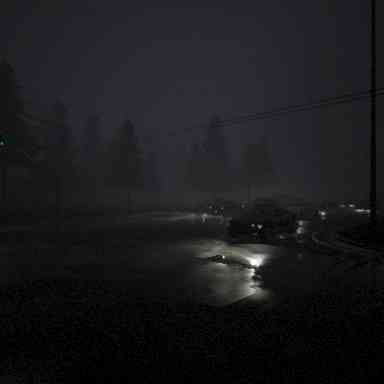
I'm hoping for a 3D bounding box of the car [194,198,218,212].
[{"bbox_3d":[2.352,1.467,36.873,1.882,1.535,5.008,0,0,44],"label":"car"}]

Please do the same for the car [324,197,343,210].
[{"bbox_3d":[16.675,1.595,41.638,1.895,1.301,4.718,0,0,44],"label":"car"}]

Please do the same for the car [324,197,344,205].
[{"bbox_3d":[26.415,1.594,61.661,1.895,1.301,4.718,0,0,44],"label":"car"}]

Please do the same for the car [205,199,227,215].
[{"bbox_3d":[3.788,1.591,33.297,1.895,1.301,4.718,0,0,43],"label":"car"}]

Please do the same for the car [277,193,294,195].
[{"bbox_3d":[12.827,1.209,47.723,2.150,2.045,5.566,0,0,44],"label":"car"}]

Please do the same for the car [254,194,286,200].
[{"bbox_3d":[6.448,1.346,31.009,2.097,1.767,4.553,0,0,43],"label":"car"}]

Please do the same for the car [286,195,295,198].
[{"bbox_3d":[13.255,1.470,43.133,1.882,1.535,5.008,0,0,44],"label":"car"}]

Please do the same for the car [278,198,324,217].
[{"bbox_3d":[9.526,1.521,29.183,1.812,1.442,4.674,0,0,44],"label":"car"}]

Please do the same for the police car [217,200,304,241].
[{"bbox_3d":[3.651,1.422,16.860,1.930,1.638,5.238,0,0,39],"label":"police car"}]

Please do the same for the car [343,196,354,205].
[{"bbox_3d":[27.864,1.472,58.145,1.882,1.535,5.008,0,0,44],"label":"car"}]

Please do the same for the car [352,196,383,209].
[{"bbox_3d":[22.632,1.561,42.759,1.994,1.385,4.181,0,0,44],"label":"car"}]

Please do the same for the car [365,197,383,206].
[{"bbox_3d":[31.584,1.545,56.932,2.033,1.411,5.357,0,0,44],"label":"car"}]
